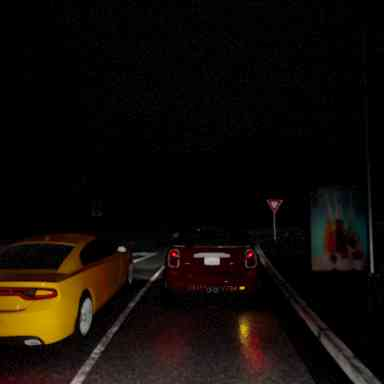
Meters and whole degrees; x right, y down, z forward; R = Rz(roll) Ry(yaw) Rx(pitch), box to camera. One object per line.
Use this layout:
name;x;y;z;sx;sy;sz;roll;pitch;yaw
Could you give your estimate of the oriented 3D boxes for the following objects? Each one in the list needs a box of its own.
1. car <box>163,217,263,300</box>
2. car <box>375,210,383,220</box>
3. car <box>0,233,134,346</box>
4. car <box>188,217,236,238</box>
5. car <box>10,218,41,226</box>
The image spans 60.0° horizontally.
car;0.526;1.503;8.868;2.097;1.767;4.553;0;-2;3
car;24.602;3.126;43.481;4.718;1.301;1.895;-5;-3;-8
car;-2.519;1.571;6.709;1.882;1.535;5.008;0;-2;3
car;1.714;2.791;26.572;1.837;1.490;4.892;-3;-6;30
car;-25.115;4.545;50.116;4.181;1.385;1.994;3;-5;-37
